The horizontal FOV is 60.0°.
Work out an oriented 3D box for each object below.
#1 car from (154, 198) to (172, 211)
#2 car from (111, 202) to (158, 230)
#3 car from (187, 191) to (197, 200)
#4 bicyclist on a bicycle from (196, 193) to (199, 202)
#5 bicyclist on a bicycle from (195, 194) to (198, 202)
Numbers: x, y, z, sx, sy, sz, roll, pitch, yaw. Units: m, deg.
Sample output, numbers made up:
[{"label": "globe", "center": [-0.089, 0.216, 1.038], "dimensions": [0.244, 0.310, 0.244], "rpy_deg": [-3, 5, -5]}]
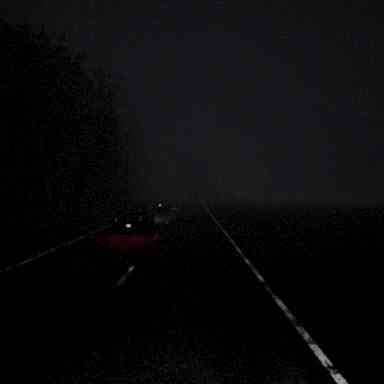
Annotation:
[{"label": "car", "center": [-3.390, 1.377, 37.508], "dimensions": [1.994, 1.385, 4.181], "rpy_deg": [0, 0, 0]}, {"label": "car", "center": [-3.397, 1.500, 20.063], "dimensions": [1.895, 1.301, 4.718], "rpy_deg": [0, 0, 0]}, {"label": "car", "center": [0.027, 0.815, 81.487], "dimensions": [2.150, 2.045, 5.566], "rpy_deg": [0, 0, 0]}, {"label": "bicyclist on a bicycle", "center": [0.981, 1.082, 57.909], "dimensions": [0.659, 1.776, 1.843], "rpy_deg": [0, 1, 0]}, {"label": "bicyclist on a bicycle", "center": [0.983, 1.122, 66.458], "dimensions": [0.582, 1.620, 1.656], "rpy_deg": [0, 0, 0]}]
